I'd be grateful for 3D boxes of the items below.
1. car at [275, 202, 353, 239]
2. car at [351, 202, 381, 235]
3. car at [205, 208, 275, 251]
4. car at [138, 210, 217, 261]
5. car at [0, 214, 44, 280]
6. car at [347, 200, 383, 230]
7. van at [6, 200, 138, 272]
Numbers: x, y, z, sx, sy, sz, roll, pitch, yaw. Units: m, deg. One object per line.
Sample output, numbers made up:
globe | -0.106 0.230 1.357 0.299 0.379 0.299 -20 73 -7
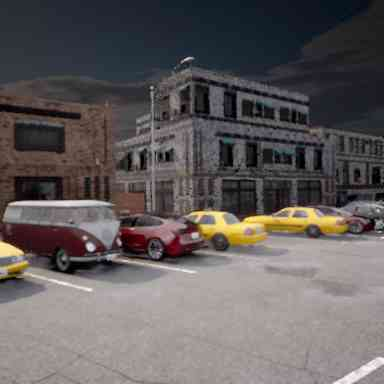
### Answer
car | 5.237 1.487 17.509 5.366 1.575 1.946 -1 -1 35
car | 7.808 1.518 19.079 4.792 1.488 2.163 -1 -1 35
car | 0.455 1.488 14.121 5.366 1.575 1.946 -1 -1 35
car | -1.810 1.519 12.330 4.792 1.488 2.163 -1 -1 35
car | -6.413 1.483 8.808 5.366 1.575 1.946 -1 -1 35
car | 10.181 1.492 20.792 4.892 1.521 2.231 -1 -1 35
van | -4.078 1.262 10.555 4.442 1.987 1.878 -1 -1 35
